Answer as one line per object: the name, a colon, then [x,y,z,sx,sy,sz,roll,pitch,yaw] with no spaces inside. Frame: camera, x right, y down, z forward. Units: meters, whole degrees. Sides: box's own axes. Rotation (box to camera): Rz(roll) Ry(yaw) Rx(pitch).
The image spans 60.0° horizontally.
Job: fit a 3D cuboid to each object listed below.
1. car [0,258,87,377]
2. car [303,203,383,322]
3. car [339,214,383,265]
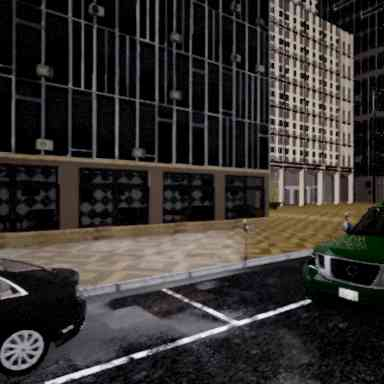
car: [-3.544,1.561,3.977,4.403,1.369,2.008,0,1,-36]
car: [4.640,1.207,6.708,5.566,2.045,2.150,0,0,-36]
car: [7.328,1.542,11.818,4.313,1.339,1.947,0,1,-36]
